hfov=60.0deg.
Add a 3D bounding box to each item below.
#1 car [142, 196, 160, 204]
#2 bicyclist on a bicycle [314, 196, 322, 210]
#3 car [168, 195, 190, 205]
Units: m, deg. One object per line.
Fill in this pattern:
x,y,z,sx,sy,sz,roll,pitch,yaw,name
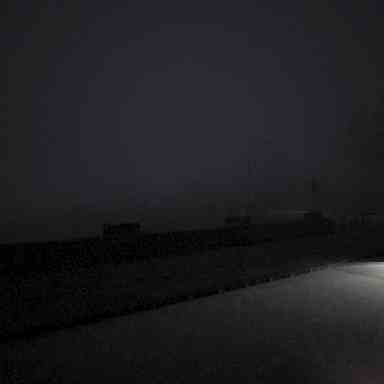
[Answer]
-8.175,1.473,65.455,1.882,1.535,5.008,0,0,-36,car
15.190,1.343,40.104,1.656,1.620,0.582,0,0,-36,bicyclist on a bicycle
-2.302,1.347,57.303,2.097,1.767,4.553,0,0,-35,car
